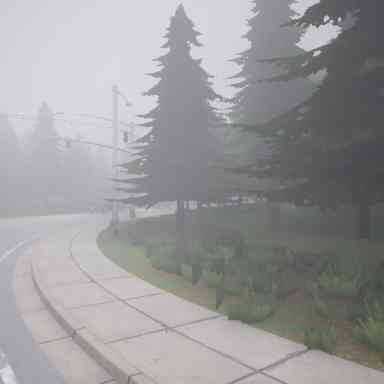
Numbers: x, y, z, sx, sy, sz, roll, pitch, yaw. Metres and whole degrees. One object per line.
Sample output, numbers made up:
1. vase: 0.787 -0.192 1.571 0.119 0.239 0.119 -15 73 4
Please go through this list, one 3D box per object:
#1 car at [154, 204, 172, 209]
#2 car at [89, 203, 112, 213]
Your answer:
1. car: -4.495 1.526 45.422 1.812 1.442 4.674 0 0 29
2. car: -9.140 1.491 36.517 2.128 1.511 4.902 0 0 27
